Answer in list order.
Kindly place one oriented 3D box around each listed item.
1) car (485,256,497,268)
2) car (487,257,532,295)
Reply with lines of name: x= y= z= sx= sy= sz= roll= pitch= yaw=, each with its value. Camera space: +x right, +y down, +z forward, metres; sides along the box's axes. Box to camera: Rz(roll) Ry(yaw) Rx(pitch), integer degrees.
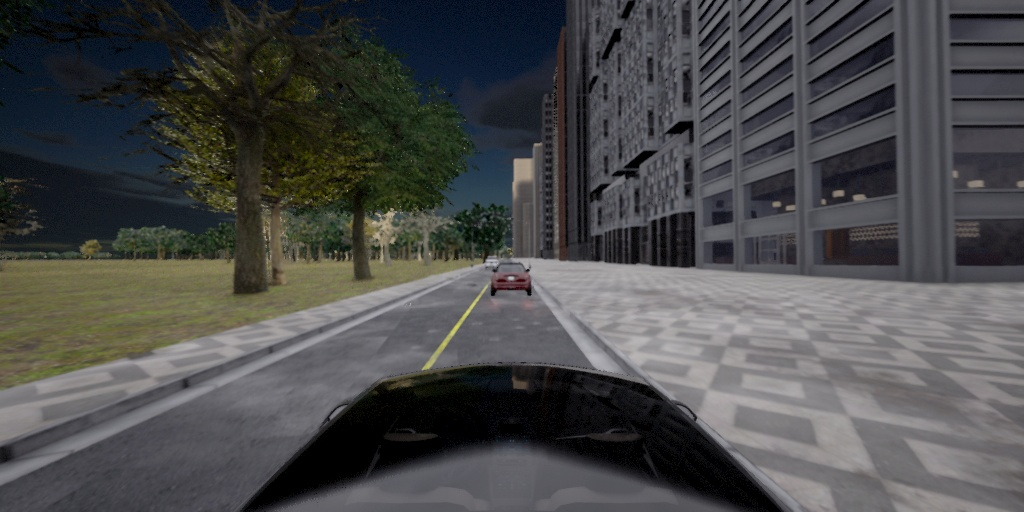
car: x=-3.444 y=1.036 z=62.449 sx=2.150 sy=2.045 sz=5.566 roll=0 pitch=0 yaw=0
car: x=-0.047 y=1.104 z=19.861 sx=2.097 sy=1.767 sz=4.553 roll=0 pitch=0 yaw=0
